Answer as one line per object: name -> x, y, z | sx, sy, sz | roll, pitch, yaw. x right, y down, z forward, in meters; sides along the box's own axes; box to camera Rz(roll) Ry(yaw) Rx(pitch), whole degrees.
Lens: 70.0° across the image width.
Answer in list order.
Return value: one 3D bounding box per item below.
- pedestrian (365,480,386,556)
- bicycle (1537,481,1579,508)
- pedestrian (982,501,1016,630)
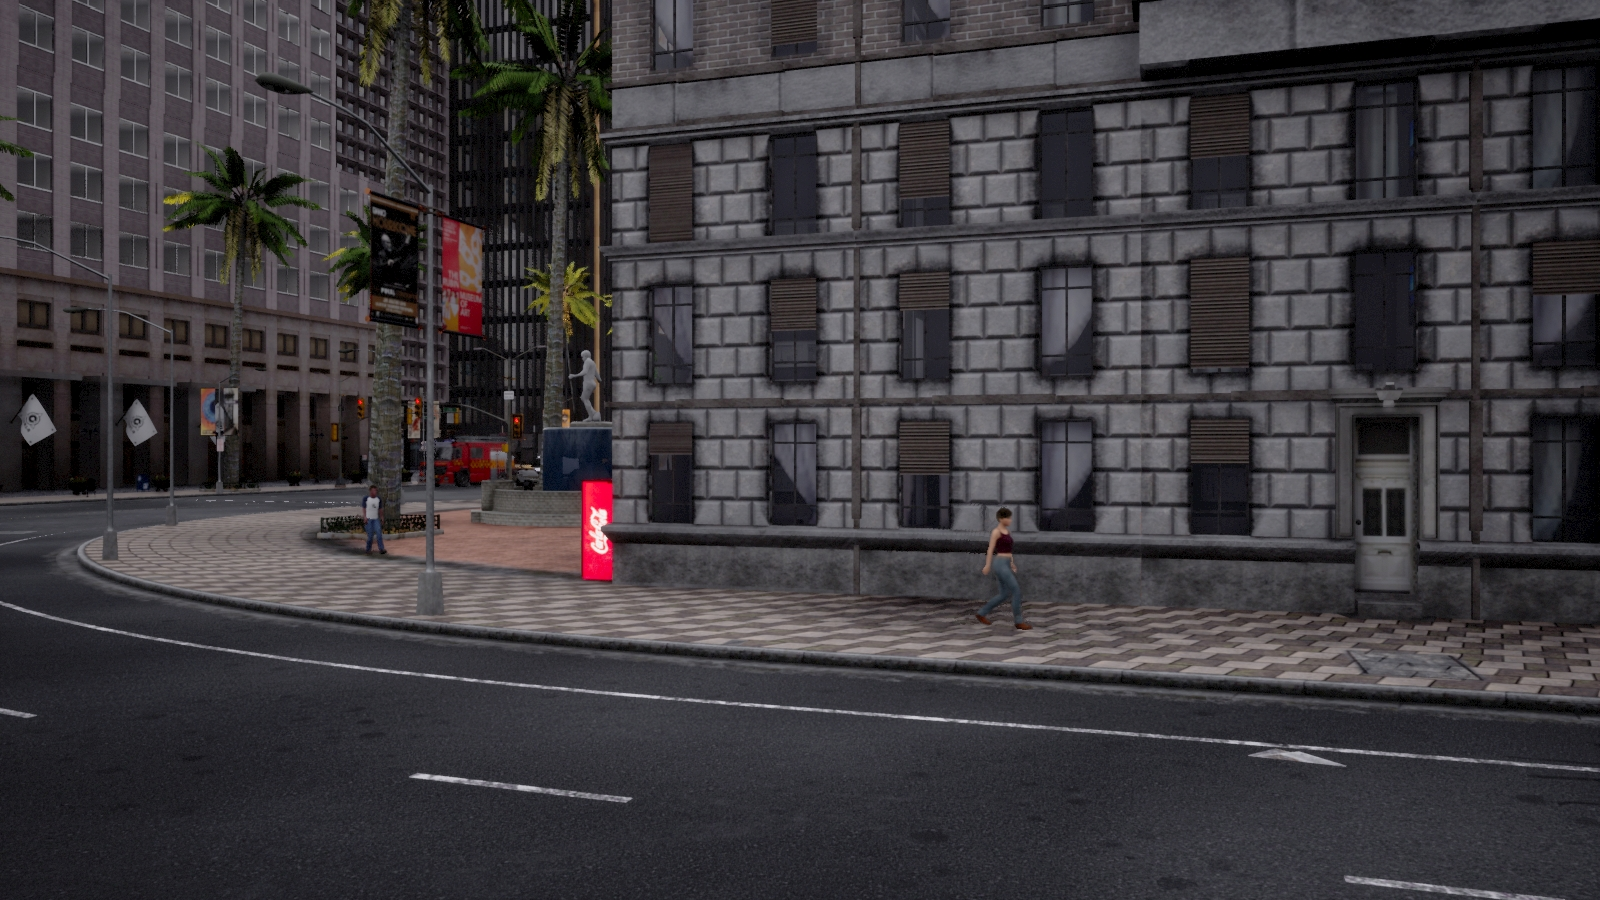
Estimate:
pedestrian -> -10.620, 1.696, 28.563 | 0.375, 1.860, 0.375 | 0, 0, -43
bicycle -> 38.784, 2.262, 58.468 | 0.329, 1.171, 1.835 | 2, 2, -23
pedestrian -> 2.958, 1.696, 16.969 | 0.375, 1.860, 0.375 | 0, 0, 34
